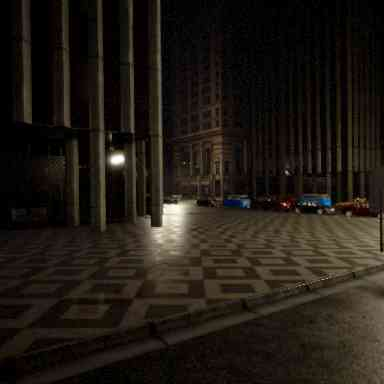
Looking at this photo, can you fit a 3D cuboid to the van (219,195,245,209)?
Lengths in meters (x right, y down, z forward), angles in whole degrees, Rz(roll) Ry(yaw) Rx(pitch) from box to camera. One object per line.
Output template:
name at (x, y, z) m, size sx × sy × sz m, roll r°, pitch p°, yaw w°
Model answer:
van at (5.652, 1.290, 42.342) m, size 1.690 × 1.788 × 3.998 m, roll -1°, pitch 1°, yaw -36°

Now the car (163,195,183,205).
car at (-4.036, 1.435, 55.792) m, size 2.008 × 1.369 × 4.403 m, roll -1°, pitch 1°, yaw -36°

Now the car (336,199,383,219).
car at (15.344, 1.563, 28.895) m, size 1.887 × 1.381 × 4.507 m, roll -1°, pitch 1°, yaw -36°

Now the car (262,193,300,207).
car at (12.582, 1.125, 47.316) m, size 2.192 × 1.841 × 5.009 m, roll -1°, pitch 1°, yaw -36°

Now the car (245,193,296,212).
car at (8.882, 1.287, 37.858) m, size 2.192 × 1.841 × 5.009 m, roll -1°, pitch 1°, yaw -36°

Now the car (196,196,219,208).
car at (2.423, 1.368, 46.825) m, size 1.967 × 1.590 × 4.097 m, roll -1°, pitch 1°, yaw -36°

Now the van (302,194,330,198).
van at (15.810, 1.174, 42.832) m, size 1.690 × 1.788 × 3.998 m, roll -1°, pitch 1°, yaw -36°

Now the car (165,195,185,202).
car at (-3.556, 1.252, 69.737) m, size 2.008 × 1.369 × 4.403 m, roll -1°, pitch 1°, yaw -36°

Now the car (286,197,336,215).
car at (12.114, 1.545, 33.378) m, size 2.008 × 1.369 × 4.403 m, roll -1°, pitch 1°, yaw -36°

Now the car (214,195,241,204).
car at (6.029, 1.291, 56.423) m, size 1.752 × 1.417 × 4.829 m, roll -1°, pitch 1°, yaw -36°
